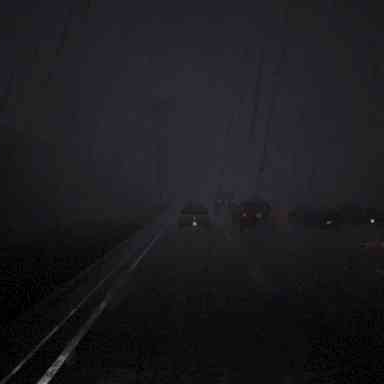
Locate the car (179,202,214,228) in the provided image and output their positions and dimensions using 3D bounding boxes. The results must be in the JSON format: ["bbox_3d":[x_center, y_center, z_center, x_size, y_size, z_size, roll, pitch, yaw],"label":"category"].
[{"bbox_3d":[0.168,1.552,21.551,1.895,1.301,4.718,0,0,0],"label":"car"}]

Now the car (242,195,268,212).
[{"bbox_3d":[7.123,1.266,37.954,2.097,1.767,4.553,0,0,0],"label":"car"}]

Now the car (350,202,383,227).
[{"bbox_3d":[10.669,1.455,22.074,1.837,1.490,4.892,0,0,0],"label":"car"}]

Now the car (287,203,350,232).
[{"bbox_3d":[7.162,1.433,19.865,1.882,1.535,5.008,0,0,0],"label":"car"}]

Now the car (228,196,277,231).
[{"bbox_3d":[3.663,1.306,20.211,2.097,1.767,4.553,0,0,0],"label":"car"}]

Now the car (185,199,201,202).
[{"bbox_3d":[0.119,1.477,38.877,1.994,1.385,4.181,0,0,0],"label":"car"}]

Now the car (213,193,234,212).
[{"bbox_3d":[3.627,1.137,37.432,2.150,2.045,5.566,0,0,0],"label":"car"}]
